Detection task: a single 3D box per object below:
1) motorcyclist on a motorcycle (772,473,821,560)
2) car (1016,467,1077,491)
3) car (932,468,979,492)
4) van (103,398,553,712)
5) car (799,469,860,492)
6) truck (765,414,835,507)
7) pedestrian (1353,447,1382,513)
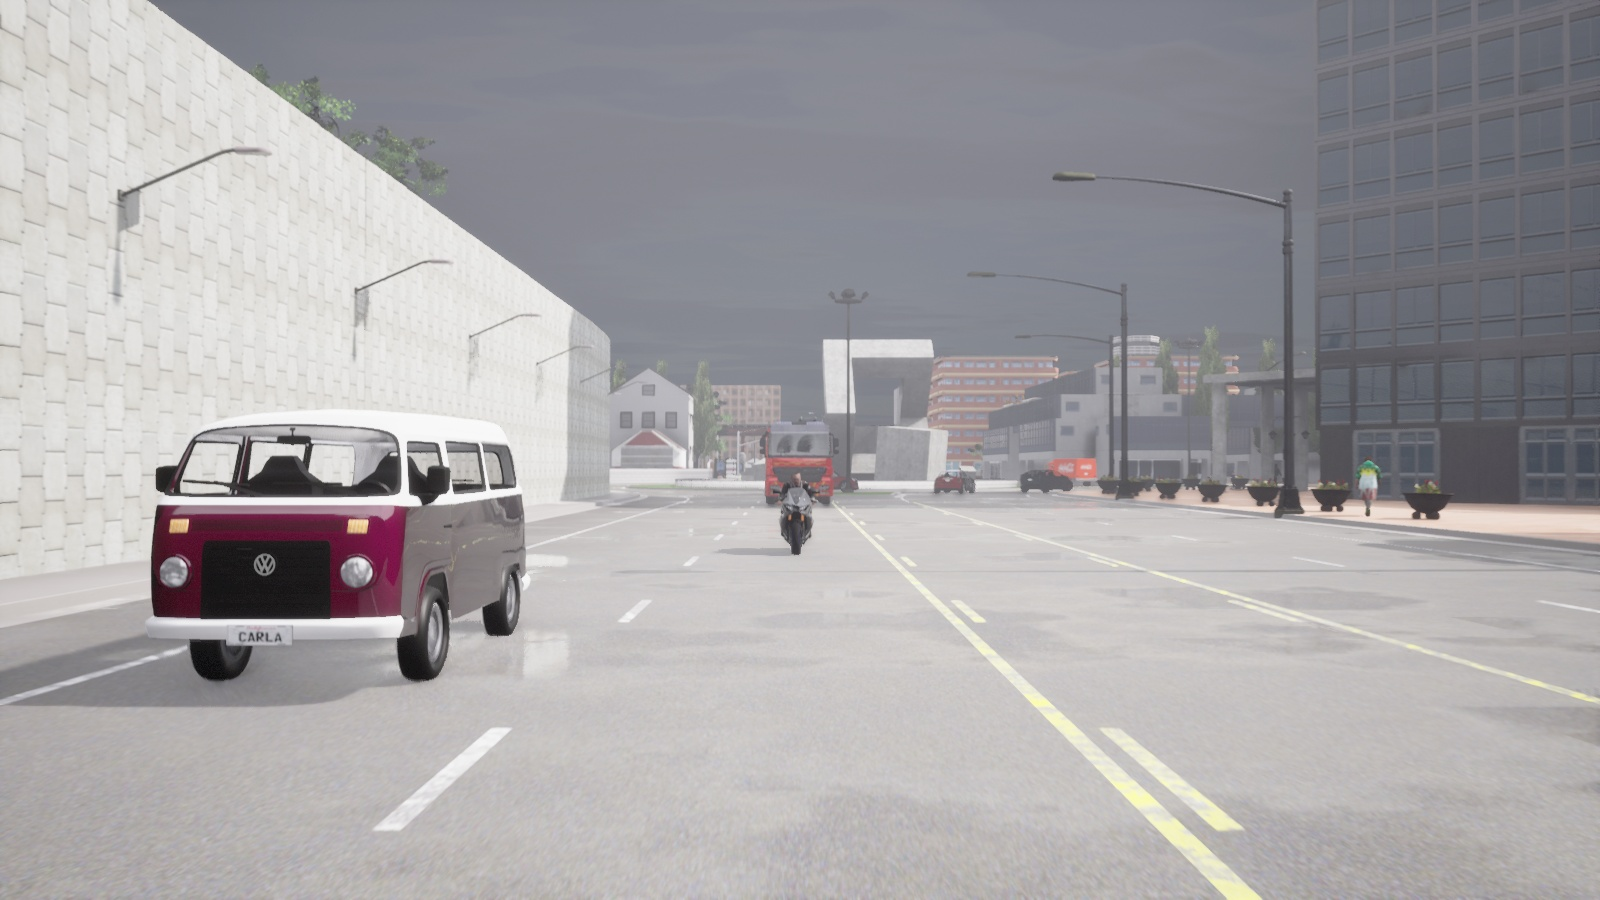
[{"bbox_3d":[-0.059,1.200,23.426,0.866,1.530,2.191,0,-1,0],"label":"motorcyclist on a motorcycle"},{"bbox_3d":[16.155,1.872,82.197,2.007,1.525,4.514,-1,-1,39],"label":"car"},{"bbox_3d":[9.808,1.890,79.046,1.970,1.475,3.806,-1,-1,22],"label":"car"},{"bbox_3d":[-3.530,0.720,10.454,2.069,2.038,4.480,0,-1,0],"label":"van"},{"bbox_3d":[1.937,1.996,82.340,3.806,1.475,1.970,0,-1,8],"label":"car"},{"bbox_3d":[-0.120,0.498,56.713,2.891,3.827,8.468,0,-1,-1],"label":"truck"},{"bbox_3d":[17.080,0.910,37.780,0.659,1.952,0.873,-1,-1,32],"label":"pedestrian"}]
